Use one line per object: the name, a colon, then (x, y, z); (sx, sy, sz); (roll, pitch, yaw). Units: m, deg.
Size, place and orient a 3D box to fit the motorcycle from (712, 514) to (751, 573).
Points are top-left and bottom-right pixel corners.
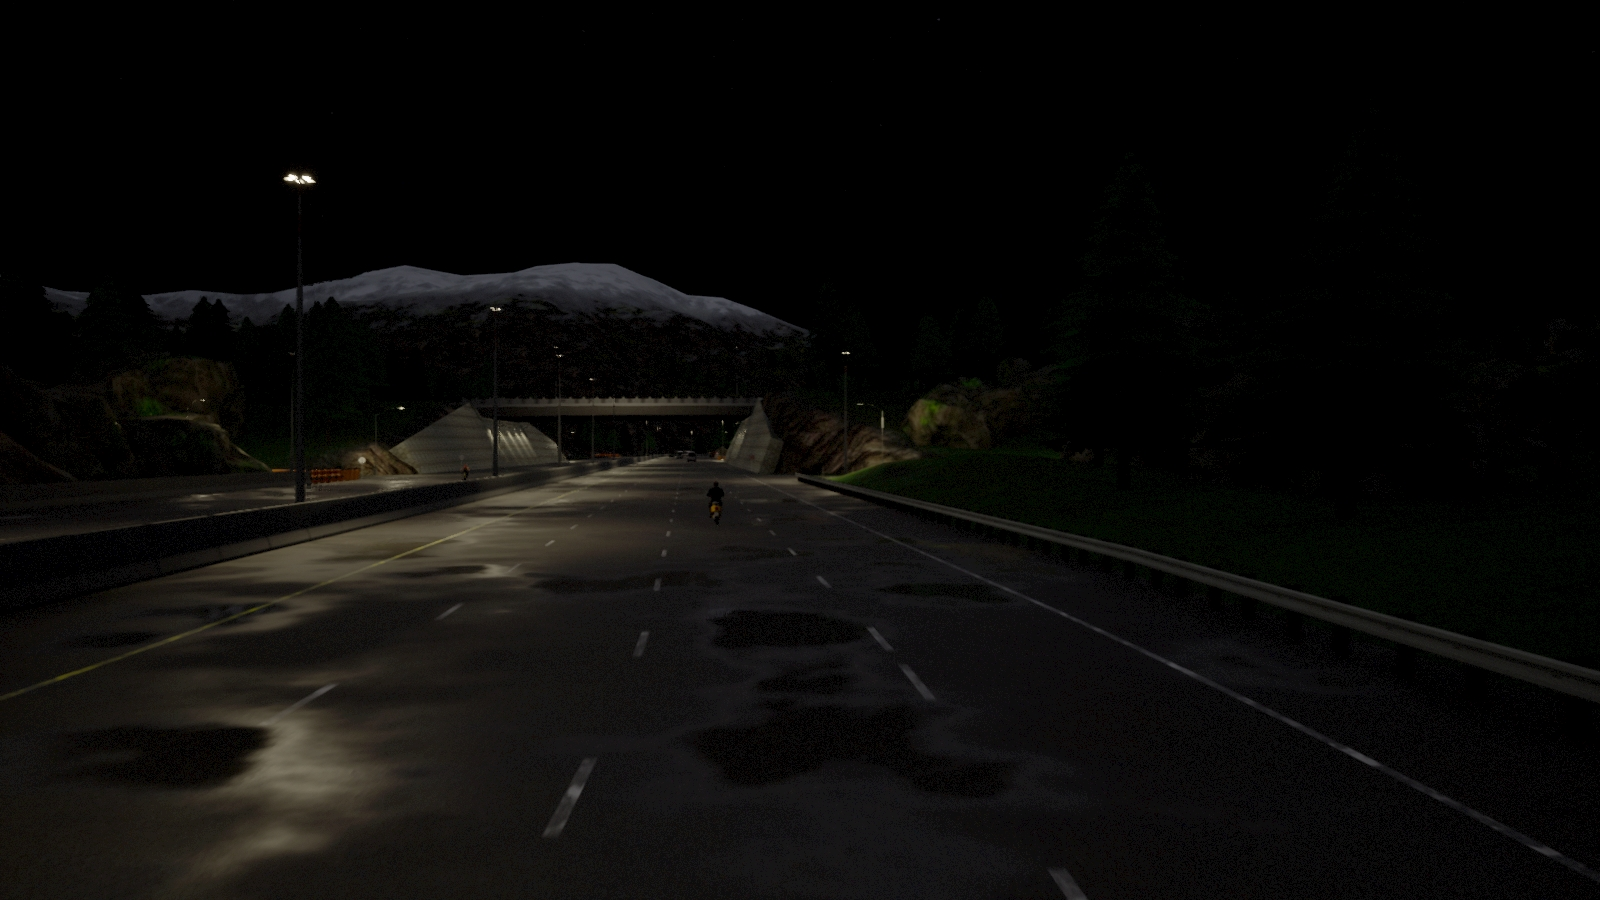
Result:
motorcycle: (-1.629, 2.185, 27.000); (0.856, 1.236, 1.805); (0, 0, -6)
